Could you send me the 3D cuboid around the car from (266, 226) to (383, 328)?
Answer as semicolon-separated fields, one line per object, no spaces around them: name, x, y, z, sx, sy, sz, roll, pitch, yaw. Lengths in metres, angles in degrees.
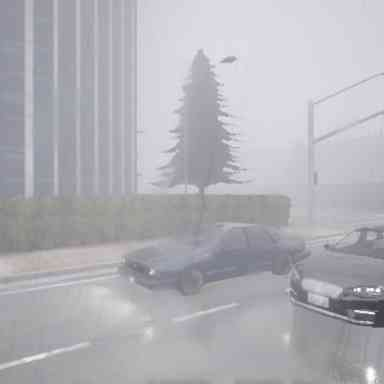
car;4.054;1.482;6.792;4.902;1.511;2.128;0;0;-35

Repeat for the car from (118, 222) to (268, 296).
car;0.864;1.540;8.834;5.357;1.411;2.033;0;0;-35
